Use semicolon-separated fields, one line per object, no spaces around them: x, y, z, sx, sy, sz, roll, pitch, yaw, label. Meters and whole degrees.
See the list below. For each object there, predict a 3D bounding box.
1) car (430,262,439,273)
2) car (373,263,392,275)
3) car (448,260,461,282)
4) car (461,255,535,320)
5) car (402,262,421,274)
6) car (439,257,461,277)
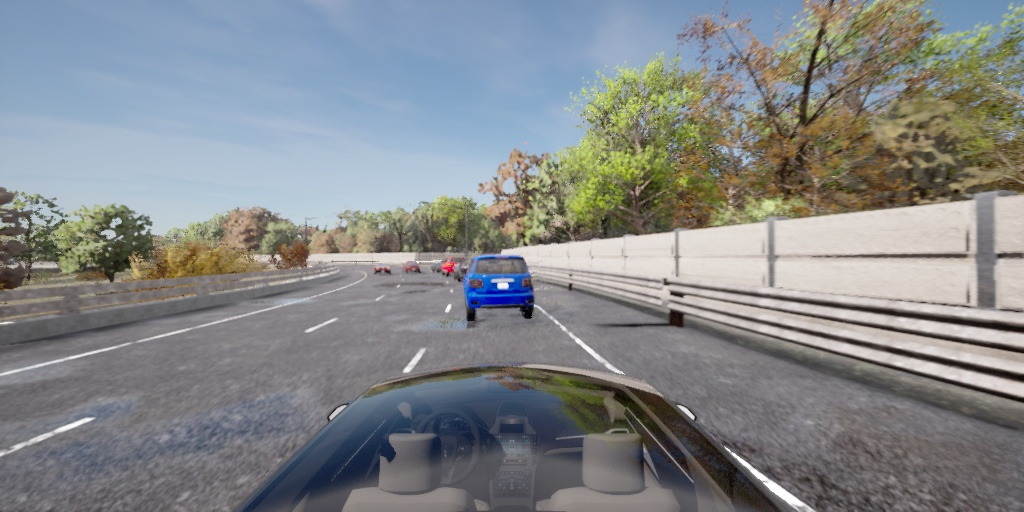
-9.090;1.468;45.715;1.994;1.385;4.181;0;0;-24;car
-15.659;1.532;43.163;1.895;1.301;4.718;0;0;-23;car
-3.894;1.331;30.123;2.128;1.511;4.902;0;0;-15;car
-0.649;1.002;13.098;2.150;2.045;5.566;0;-1;-8;car
-12.696;1.446;45.121;1.812;1.442;4.674;0;0;-23;car
-6.137;1.091;38.057;2.150;2.045;5.566;0;0;-17;car
